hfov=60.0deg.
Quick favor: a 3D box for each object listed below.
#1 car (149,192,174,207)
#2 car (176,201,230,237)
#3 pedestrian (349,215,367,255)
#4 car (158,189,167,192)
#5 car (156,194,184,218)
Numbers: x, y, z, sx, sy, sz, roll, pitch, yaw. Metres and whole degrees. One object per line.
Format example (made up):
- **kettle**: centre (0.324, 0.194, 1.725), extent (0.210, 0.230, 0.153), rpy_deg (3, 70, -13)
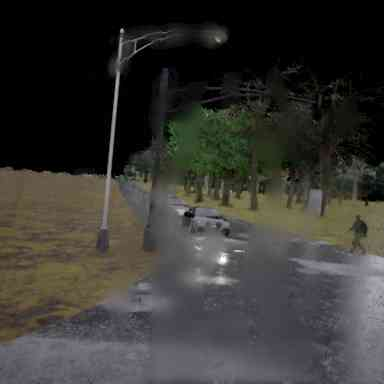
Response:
- **car**: centre (-3.662, 1.083, 36.834), extent (2.128, 1.511, 4.902), rpy_deg (5, 0, -13)
- **car**: centre (0.660, 1.534, 18.326), extent (1.994, 1.385, 4.181), rpy_deg (5, 0, -13)
- **pedestrian**: centre (7.318, 1.842, 14.658), extent (0.375, 1.860, 0.375), rpy_deg (4, 1, -13)
- **car**: centre (-5.698, 0.540, 61.808), extent (2.150, 2.045, 5.566), rpy_deg (5, 0, -13)
- **car**: centre (-1.387, 1.296, 27.078), extent (2.128, 1.511, 4.902), rpy_deg (5, 0, -13)
